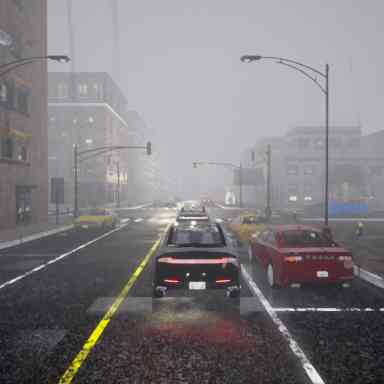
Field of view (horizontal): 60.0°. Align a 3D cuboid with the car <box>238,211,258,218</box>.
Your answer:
[{"bbox_3d":[2.653,1.527,14.897,1.752,1.417,4.829,0,0,0],"label":"car"}]

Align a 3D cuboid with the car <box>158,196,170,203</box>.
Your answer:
[{"bbox_3d":[-5.845,1.600,69.956,2.008,1.369,4.403,0,0,0],"label":"car"}]

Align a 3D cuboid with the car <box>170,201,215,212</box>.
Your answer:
[{"bbox_3d":[0.061,1.494,18.855,2.128,1.511,4.902,0,0,0],"label":"car"}]

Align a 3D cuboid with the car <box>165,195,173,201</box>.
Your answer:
[{"bbox_3d":[-5.882,1.604,86.875,1.752,1.417,4.829,0,0,0],"label":"car"}]

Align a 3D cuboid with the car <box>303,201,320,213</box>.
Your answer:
[{"bbox_3d":[14.584,1.598,37.005,4.181,1.385,1.994,0,0,-1],"label":"car"}]

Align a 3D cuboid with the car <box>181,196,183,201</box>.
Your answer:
[{"bbox_3d":[-3.161,1.611,67.751,1.994,1.385,4.181,0,0,0],"label":"car"}]

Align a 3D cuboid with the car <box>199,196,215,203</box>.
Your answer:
[{"bbox_3d":[2.571,1.466,52.895,1.967,1.590,4.097,0,0,0],"label":"car"}]

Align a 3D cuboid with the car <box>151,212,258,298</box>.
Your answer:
[{"bbox_3d":[0.084,1.491,8.486,2.128,1.511,4.902,0,0,0],"label":"car"}]

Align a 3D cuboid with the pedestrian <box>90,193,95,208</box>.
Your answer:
[{"bbox_3d":[-12.721,1.083,42.276,0.375,1.860,0.375,0,0,-1],"label":"pedestrian"}]

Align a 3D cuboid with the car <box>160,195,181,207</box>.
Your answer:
[{"bbox_3d":[-3.201,1.571,50.497,2.033,1.411,5.357,0,0,0],"label":"car"}]

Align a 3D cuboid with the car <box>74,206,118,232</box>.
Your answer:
[{"bbox_3d":[-5.739,1.529,20.240,1.752,1.417,4.829,0,0,0],"label":"car"}]

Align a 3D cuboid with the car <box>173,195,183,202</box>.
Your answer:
[{"bbox_3d":[-3.167,1.586,78.085,2.128,1.511,4.902,0,0,0],"label":"car"}]

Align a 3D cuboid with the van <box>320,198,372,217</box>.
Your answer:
[{"bbox_3d":[14.591,1.416,31.215,3.998,1.788,1.690,0,0,-1],"label":"van"}]

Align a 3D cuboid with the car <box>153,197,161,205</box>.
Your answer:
[{"bbox_3d":[-5.821,1.584,58.562,2.008,1.369,4.403,0,0,0],"label":"car"}]

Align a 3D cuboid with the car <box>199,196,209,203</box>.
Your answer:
[{"bbox_3d":[2.535,1.601,69.986,2.008,1.369,4.403,0,0,0],"label":"car"}]

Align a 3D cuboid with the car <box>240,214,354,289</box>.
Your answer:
[{"bbox_3d":[2.666,1.545,9.030,1.887,1.381,4.507,0,0,0],"label":"car"}]

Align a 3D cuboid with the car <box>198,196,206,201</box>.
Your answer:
[{"bbox_3d":[2.499,1.629,87.076,2.008,1.369,4.403,-1,0,0],"label":"car"}]
